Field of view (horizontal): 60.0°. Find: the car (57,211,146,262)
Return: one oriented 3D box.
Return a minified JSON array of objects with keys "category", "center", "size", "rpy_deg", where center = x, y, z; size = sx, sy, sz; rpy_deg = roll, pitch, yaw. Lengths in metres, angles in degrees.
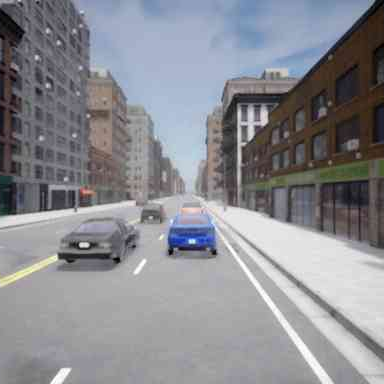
[{"category":"car","center":[-3.239,1.668,12.528],"size":[2.033,1.411,5.357],"rpy_deg":[0,-1,0]}]

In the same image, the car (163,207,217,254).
[{"category":"car","center":[0.029,1.614,14.251],"size":[1.882,1.535,5.008],"rpy_deg":[0,0,1]}]

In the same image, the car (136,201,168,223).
[{"category":"car","center":[-3.227,1.777,28.499],"size":[1.837,1.490,4.892],"rpy_deg":[0,0,0]}]

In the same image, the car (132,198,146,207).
[{"category":"car","center":[-9.763,2.123,64.552],"size":[1.837,1.490,4.892],"rpy_deg":[0,-1,1]}]

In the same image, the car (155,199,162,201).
[{"category":"car","center":[-6.518,2.146,64.567],"size":[1.812,1.442,4.674],"rpy_deg":[0,-1,1]}]

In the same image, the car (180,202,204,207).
[{"category":"car","center":[0.023,1.620,28.425],"size":[2.097,1.767,4.553],"rpy_deg":[0,-1,0]}]
